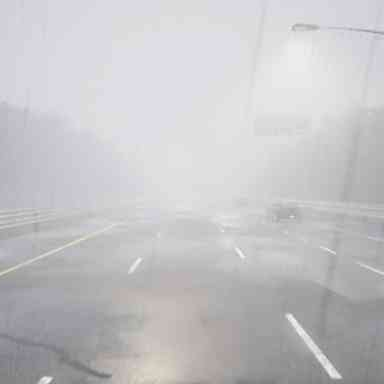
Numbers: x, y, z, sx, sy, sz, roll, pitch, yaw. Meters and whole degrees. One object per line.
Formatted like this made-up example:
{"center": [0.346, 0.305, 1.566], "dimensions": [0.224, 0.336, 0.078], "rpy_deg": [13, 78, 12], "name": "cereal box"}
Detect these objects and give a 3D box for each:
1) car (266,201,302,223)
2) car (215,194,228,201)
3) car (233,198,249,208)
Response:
{"center": [7.044, 1.494, 25.787], "dimensions": [1.837, 1.490, 4.892], "rpy_deg": [0, 0, 0], "name": "car"}
{"center": [7.204, 1.296, 78.591], "dimensions": [2.097, 1.767, 4.553], "rpy_deg": [0, 0, 0], "name": "car"}
{"center": [7.112, 1.514, 48.507], "dimensions": [2.033, 1.411, 5.357], "rpy_deg": [0, 0, 0], "name": "car"}
